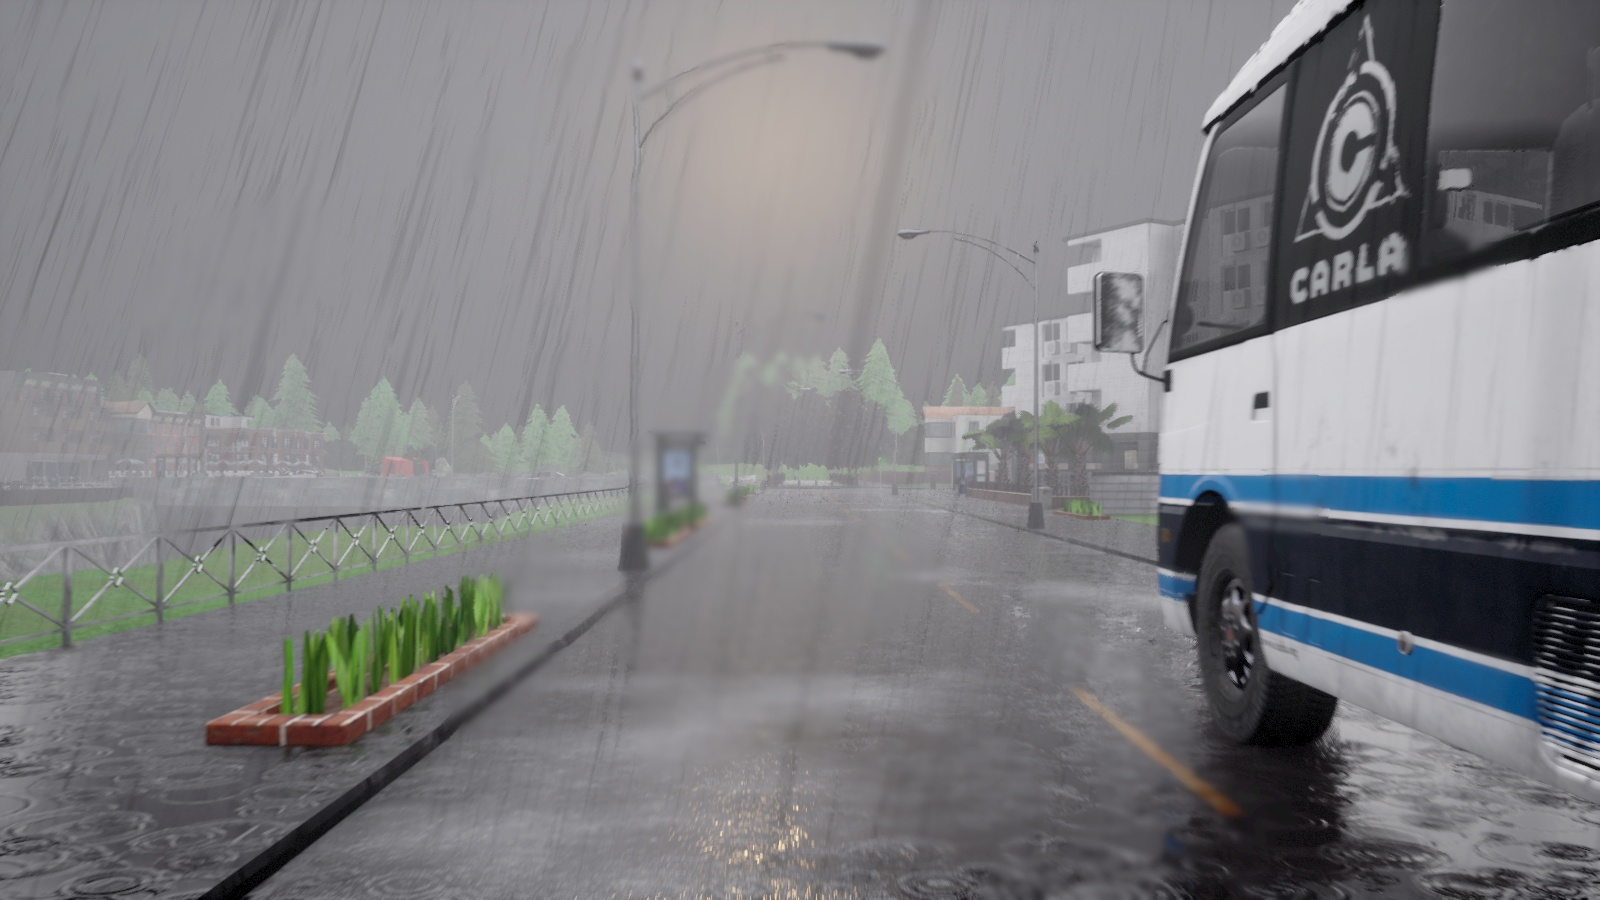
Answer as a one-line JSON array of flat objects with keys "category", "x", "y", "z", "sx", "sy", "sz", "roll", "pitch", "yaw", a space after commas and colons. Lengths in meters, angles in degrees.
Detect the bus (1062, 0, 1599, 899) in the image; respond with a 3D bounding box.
[{"category": "bus", "x": 3.983, "y": -0.505, "z": 4.376, "sx": 3.944, "sy": 4.253, "sz": 10.273, "roll": 0, "pitch": -1, "yaw": 0}]
